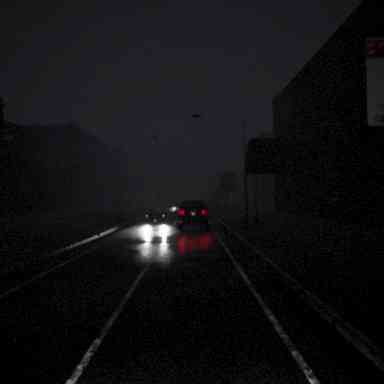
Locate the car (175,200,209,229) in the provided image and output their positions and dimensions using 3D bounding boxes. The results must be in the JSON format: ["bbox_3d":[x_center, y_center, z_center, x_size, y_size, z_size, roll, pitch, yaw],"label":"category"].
[{"bbox_3d":[0.082,1.647,25.368,2.150,2.045,5.566,-1,-1,0],"label":"car"}]

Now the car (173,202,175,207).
[{"bbox_3d":[-3.041,2.570,71.531,1.895,1.301,4.718,-1,-1,0],"label":"car"}]

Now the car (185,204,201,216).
[{"bbox_3d":[0.073,2.253,42.185,1.895,1.301,4.718,-1,-1,0],"label":"car"}]

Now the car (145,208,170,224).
[{"bbox_3d":[-3.118,2.136,30.351,1.895,1.301,4.718,-1,-1,0],"label":"car"}]
